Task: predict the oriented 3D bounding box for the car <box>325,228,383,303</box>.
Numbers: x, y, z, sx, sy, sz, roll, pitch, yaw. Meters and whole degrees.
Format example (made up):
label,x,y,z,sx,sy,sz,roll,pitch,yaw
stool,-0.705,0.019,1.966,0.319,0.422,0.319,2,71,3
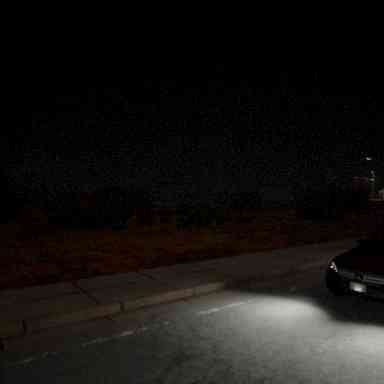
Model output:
label,x,y,z,sx,sy,sz,roll,pitch,yaw
car,4.989,1.518,7.545,4.674,1.442,1.812,0,0,-35
